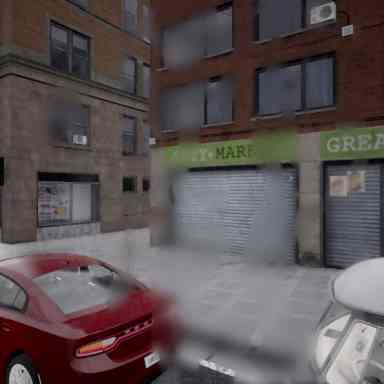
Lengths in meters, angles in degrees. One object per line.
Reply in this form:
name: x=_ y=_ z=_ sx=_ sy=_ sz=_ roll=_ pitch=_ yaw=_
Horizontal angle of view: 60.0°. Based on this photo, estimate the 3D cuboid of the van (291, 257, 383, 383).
van: x=2.398 y=1.341 z=1.367 sx=3.998 sy=1.788 sz=1.690 roll=0 pitch=0 yaw=35

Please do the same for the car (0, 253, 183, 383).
car: x=-2.211 y=1.544 z=4.653 sx=4.507 sy=1.381 sz=1.887 roll=0 pitch=0 yaw=35
